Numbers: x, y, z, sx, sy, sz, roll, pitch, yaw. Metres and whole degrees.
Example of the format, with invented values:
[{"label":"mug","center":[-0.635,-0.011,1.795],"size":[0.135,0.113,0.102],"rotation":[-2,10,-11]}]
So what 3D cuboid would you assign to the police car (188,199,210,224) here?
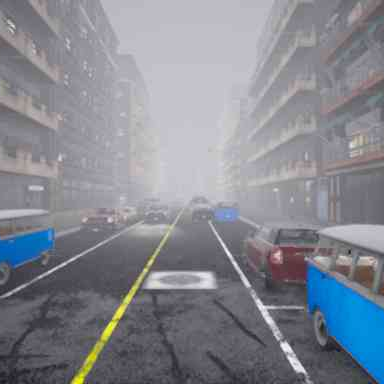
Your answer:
[{"label":"police car","center":[0.847,1.608,26.796],"size":[1.930,1.638,5.238],"rotation":[0,0,0]}]

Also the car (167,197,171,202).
[{"label":"car","center":[-5.258,1.979,59.163],"size":[1.802,1.307,4.206],"rotation":[1,0,0]}]

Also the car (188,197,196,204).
[{"label":"car","center":[0.064,1.863,76.794],"size":[1.882,1.535,5.008],"rotation":[0,0,0]}]

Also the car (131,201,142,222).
[{"label":"car","center":[-5.285,1.700,25.700],"size":[1.752,1.417,4.829],"rotation":[1,0,0]}]

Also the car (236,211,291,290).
[{"label":"car","center":[2.582,1.505,9.237],"size":[1.967,1.590,4.097],"rotation":[1,0,0]}]

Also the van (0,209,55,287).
[{"label":"van","center":[-5.297,1.405,9.225],"size":[1.690,1.788,3.998],"rotation":[1,0,0]}]

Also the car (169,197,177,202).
[{"label":"car","center":[-5.229,2.164,92.457],"size":[2.008,1.369,4.403],"rotation":[1,0,0]}]

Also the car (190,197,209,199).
[{"label":"car","center":[0.855,1.705,36.877],"size":[1.801,1.575,5.366],"rotation":[0,0,0]}]

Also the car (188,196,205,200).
[{"label":"car","center":[0.860,1.514,42.719],"size":[2.150,2.045,5.566],"rotation":[0,0,0]}]

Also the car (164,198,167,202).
[{"label":"car","center":[-5.264,1.639,48.068],"size":[2.192,1.841,5.009],"rotation":[1,0,0]}]

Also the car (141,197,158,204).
[{"label":"car","center":[-5.275,1.690,36.969],"size":[1.967,1.590,4.097],"rotation":[1,0,0]}]

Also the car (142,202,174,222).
[{"label":"car","center":[-2.827,1.792,28.178],"size":[1.895,1.301,4.718],"rotation":[0,0,0]}]

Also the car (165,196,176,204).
[{"label":"car","center":[-5.236,1.857,81.360],"size":[2.192,1.841,5.009],"rotation":[1,0,0]}]

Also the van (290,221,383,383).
[{"label":"van","center":[2.579,1.368,3.689],"size":[1.690,1.788,3.998],"rotation":[1,0,0]}]

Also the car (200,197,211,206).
[{"label":"car","center":[2.629,1.874,64.727],"size":[1.967,1.590,4.097],"rotation":[1,0,0]}]

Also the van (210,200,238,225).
[{"label":"van","center":[2.598,1.518,25.884],"size":[1.690,1.788,3.998],"rotation":[1,0,0]}]

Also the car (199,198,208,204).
[{"label":"car","center":[2.637,2.033,75.994],"size":[1.752,1.417,4.829],"rotation":[1,0,0]}]

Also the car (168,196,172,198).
[{"label":"car","center":[-5.248,1.994,70.091],"size":[1.752,1.417,4.829],"rotation":[1,0,0]}]

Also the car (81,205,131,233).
[{"label":"car","center":[-5.289,1.579,20.322],"size":[1.967,1.590,4.097],"rotation":[1,0,0]}]

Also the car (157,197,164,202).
[{"label":"car","center":[-5.268,1.602,42.518],"size":[2.192,1.841,5.009],"rotation":[1,0,0]}]

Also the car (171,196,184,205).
[{"label":"car","center":[-2.692,1.932,69.613],"size":[1.882,1.535,5.008],"rotation":[0,0,0]}]
